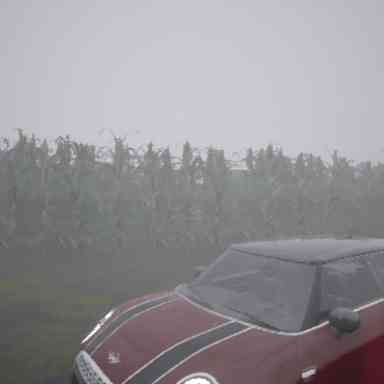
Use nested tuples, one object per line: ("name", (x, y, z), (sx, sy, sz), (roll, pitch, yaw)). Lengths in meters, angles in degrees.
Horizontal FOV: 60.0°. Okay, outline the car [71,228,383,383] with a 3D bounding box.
("car", (1.049, 1.373, 3.819), (4.553, 1.767, 2.097), (1, 0, -35))
